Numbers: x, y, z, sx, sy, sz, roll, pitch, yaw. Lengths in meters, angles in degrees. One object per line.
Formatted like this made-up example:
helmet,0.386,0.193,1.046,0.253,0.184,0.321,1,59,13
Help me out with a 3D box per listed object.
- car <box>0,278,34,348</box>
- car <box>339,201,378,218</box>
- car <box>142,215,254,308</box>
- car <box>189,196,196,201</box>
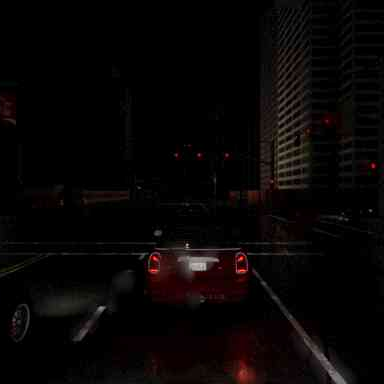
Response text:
car,-3.393,1.526,3.315,1.812,1.442,4.674,0,0,0
car,16.317,1.547,30.126,5.357,1.411,2.033,0,0,0
car,0.112,1.352,8.087,2.097,1.767,4.553,0,0,0
car,0.128,1.595,83.437,1.895,1.301,4.718,0,0,0
